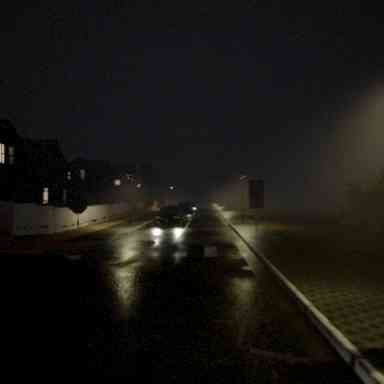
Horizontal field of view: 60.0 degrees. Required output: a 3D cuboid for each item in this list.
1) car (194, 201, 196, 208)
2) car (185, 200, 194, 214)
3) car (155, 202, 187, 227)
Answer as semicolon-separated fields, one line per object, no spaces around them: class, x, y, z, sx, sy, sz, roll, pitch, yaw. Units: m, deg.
car;-0.253;2.354;67.096;1.882;1.535;5.008;-1;0;2
car;-1.077;2.056;44.353;1.882;1.535;5.008;-1;0;2
car;-1.728;1.828;26.409;1.882;1.535;5.008;-1;-1;2
